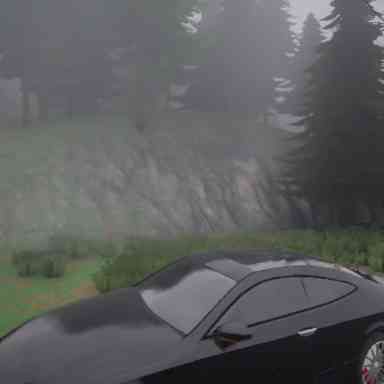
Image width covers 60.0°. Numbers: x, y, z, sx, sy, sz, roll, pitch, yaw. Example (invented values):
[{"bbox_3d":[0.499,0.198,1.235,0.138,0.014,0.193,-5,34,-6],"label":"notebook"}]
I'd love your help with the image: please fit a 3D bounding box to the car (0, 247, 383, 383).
[{"bbox_3d":[0.417,1.418,3.698,4.674,1.442,1.812,0,2,-27],"label":"car"}]
